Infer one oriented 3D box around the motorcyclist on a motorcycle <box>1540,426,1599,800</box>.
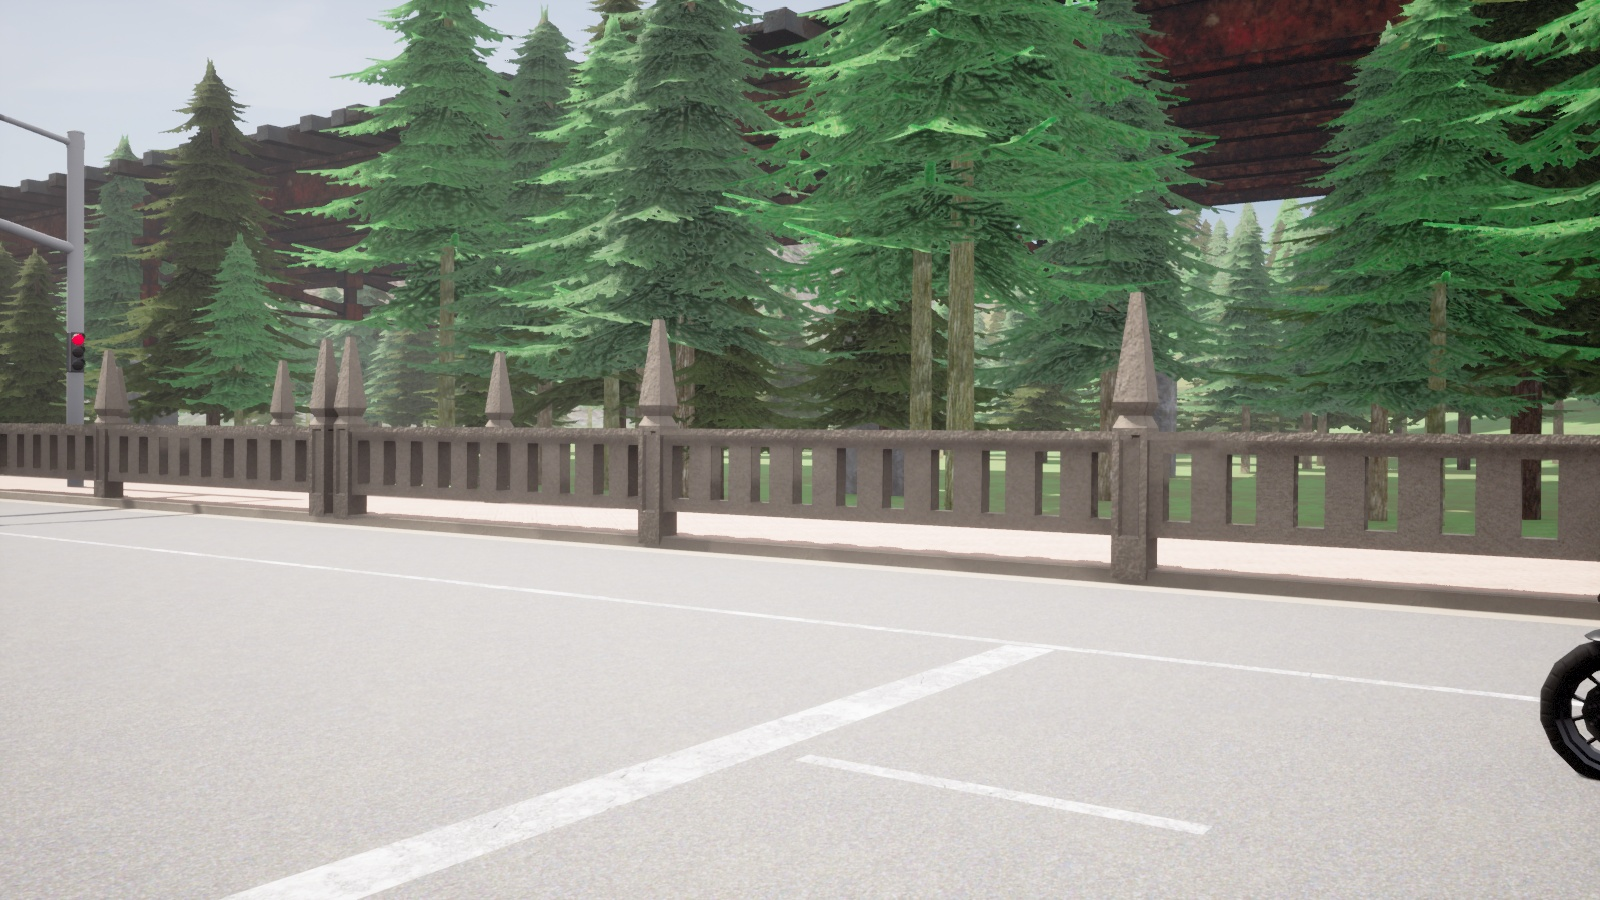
[{"bbox_3d":[4.247,0.660,5.004,2.191,1.530,0.866,0,1,34],"label":"motorcyclist on a motorcycle"}]
